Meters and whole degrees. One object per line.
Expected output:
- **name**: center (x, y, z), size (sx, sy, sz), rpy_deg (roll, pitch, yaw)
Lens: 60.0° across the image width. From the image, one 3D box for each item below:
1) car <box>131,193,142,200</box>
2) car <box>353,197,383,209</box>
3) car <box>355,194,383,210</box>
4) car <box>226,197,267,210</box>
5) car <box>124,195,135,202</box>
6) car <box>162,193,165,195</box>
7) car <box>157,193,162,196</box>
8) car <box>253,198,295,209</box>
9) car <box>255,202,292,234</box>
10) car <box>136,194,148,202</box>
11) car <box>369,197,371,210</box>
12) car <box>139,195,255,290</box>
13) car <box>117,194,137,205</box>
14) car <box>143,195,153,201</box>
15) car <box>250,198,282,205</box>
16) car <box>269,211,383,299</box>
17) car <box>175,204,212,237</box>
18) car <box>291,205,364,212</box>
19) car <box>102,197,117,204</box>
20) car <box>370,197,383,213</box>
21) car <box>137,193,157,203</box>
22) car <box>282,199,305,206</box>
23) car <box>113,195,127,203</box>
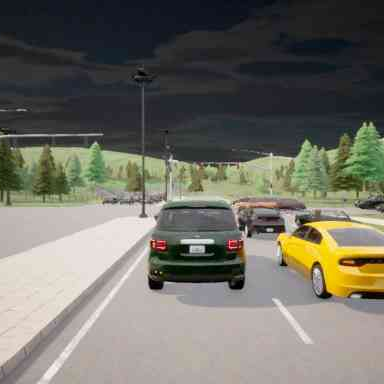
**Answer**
- **car**: center (-15.139, 1.224, 91.232), size (2.150, 2.045, 5.566), rpy_deg (0, 0, 0)
- **car**: center (24.690, 1.478, 44.883), size (5.008, 1.535, 1.882), rpy_deg (0, 0, 1)
- **car**: center (23.464, 1.223, 41.396), size (5.566, 2.045, 2.150), rpy_deg (0, 0, 1)
- **car**: center (7.137, 1.506, 43.602), size (4.892, 1.490, 1.837), rpy_deg (0, 3, 31)
- **car**: center (-15.134, 1.478, 80.690), size (1.882, 1.535, 5.008), rpy_deg (0, 0, 0)
- **car**: center (-8.130, 1.552, 78.144), size (1.994, 1.385, 4.181), rpy_deg (0, 0, 0)
- **car**: center (-8.115, 1.355, 69.635), size (2.097, 1.767, 4.553), rpy_deg (0, 0, 0)
- **car**: center (11.118, 1.547, 45.423), size (5.357, 1.411, 2.033), rpy_deg (0, 0, 7)
- **car**: center (3.574, 1.505, 17.712), size (1.837, 1.490, 4.892), rpy_deg (0, 0, 0)
- **car**: center (-11.630, 1.355, 78.162), size (2.097, 1.767, 4.553), rpy_deg (0, 0, 0)
- **car**: center (23.109, 1.564, 37.898), size (4.181, 1.385, 1.994), rpy_deg (0, 0, 1)
- **car**: center (0.088, 1.221, 9.232), size (2.150, 2.045, 5.566), rpy_deg (0, 0, 0)
- **car**: center (-11.709, 1.526, 60.205), size (1.812, 1.442, 4.674), rpy_deg (0, 0, 1)
- **car**: center (-11.645, 1.552, 88.174), size (1.994, 1.385, 4.181), rpy_deg (0, 0, 0)
- **car**: center (6.443, 1.352, 34.220), size (4.553, 1.767, 2.097), rpy_deg (0, 0, -2)
- **car**: center (3.586, 1.478, 8.488), size (1.882, 1.535, 5.008), rpy_deg (0, 0, 0)
- **car**: center (0.072, 1.505, 19.089), size (1.837, 1.490, 4.892), rpy_deg (0, 0, 0)
- **car**: center (7.074, 1.601, 17.887), size (1.895, 1.301, 4.718), rpy_deg (0, 0, 0)
- **car**: center (-15.154, 1.564, 61.629), size (1.994, 1.385, 4.181), rpy_deg (0, 0, 0)
- **car**: center (21.636, 1.505, 34.415), size (4.892, 1.490, 1.837), rpy_deg (0, 0, 1)
- **car**: center (-8.164, 1.491, 60.555), size (2.128, 1.511, 4.902), rpy_deg (0, 0, 0)
- **car**: center (10.600, 1.525, 37.987), size (4.674, 1.442, 1.812), rpy_deg (0, 0, 0)
- **car**: center (-15.116, 1.500, 70.302), size (1.837, 1.490, 4.892), rpy_deg (0, 0, 0)
